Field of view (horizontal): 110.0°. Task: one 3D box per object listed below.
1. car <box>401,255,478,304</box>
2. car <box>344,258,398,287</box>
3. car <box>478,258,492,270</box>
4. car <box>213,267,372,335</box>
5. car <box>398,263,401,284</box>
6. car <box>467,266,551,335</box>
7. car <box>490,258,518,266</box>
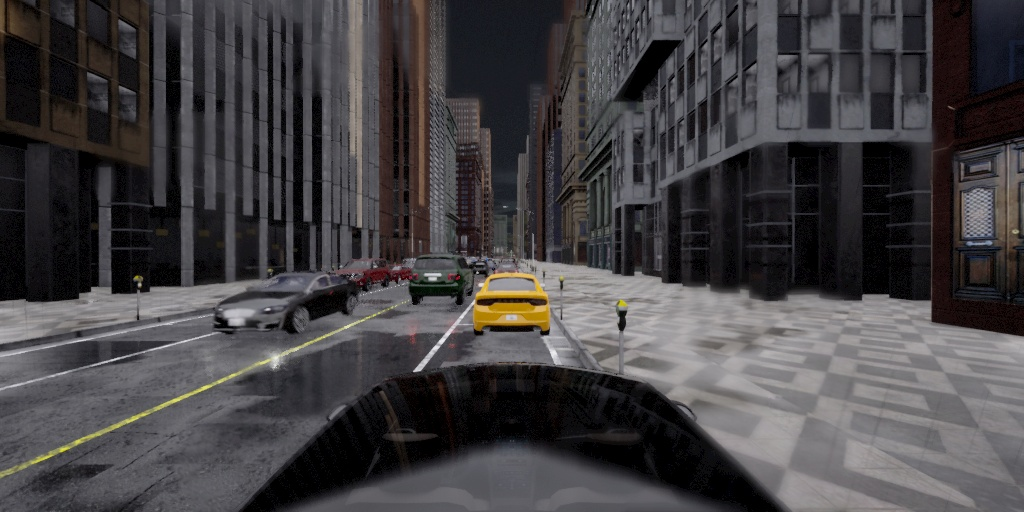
[{"bbox_3d":[-3.044,0.970,16.451,2.150,2.045,5.566,0,0,0],"label":"car"},{"bbox_3d":[-8.908,1.064,21.556,2.192,1.841,5.009,0,0,0],"label":"car"},{"bbox_3d":[-3.145,1.253,35.088,1.837,1.490,4.892,0,0,0],"label":"car"},{"bbox_3d":[-6.246,1.241,10.594,2.128,1.511,4.902,0,0,0],"label":"car"},{"bbox_3d":[-8.908,1.294,27.194,1.888,1.381,4.507,0,0,0],"label":"car"},{"bbox_3d":[-0.006,1.227,10.501,1.882,1.535,5.008,0,0,0],"label":"car"},{"bbox_3d":[-0.383,1.189,27.203,1.967,1.591,4.097,0,0,0],"label":"car"}]
